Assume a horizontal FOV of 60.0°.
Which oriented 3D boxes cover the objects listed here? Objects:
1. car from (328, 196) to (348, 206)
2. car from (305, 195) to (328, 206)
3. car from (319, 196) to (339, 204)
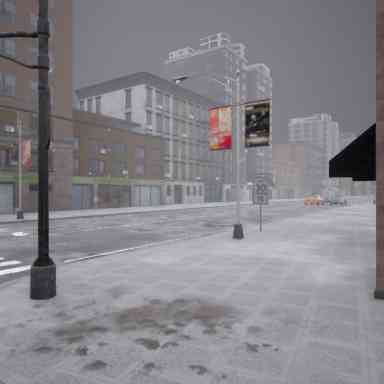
[{"bbox_3d":[22.728,1.376,51.466,2.033,1.411,5.357,0,0,34],"label":"car"},{"bbox_3d":[19.300,1.181,52.250,2.097,1.767,4.553,0,0,35],"label":"car"},{"bbox_3d":[24.889,1.373,60.272,2.033,1.411,5.357,0,0,37],"label":"car"}]
